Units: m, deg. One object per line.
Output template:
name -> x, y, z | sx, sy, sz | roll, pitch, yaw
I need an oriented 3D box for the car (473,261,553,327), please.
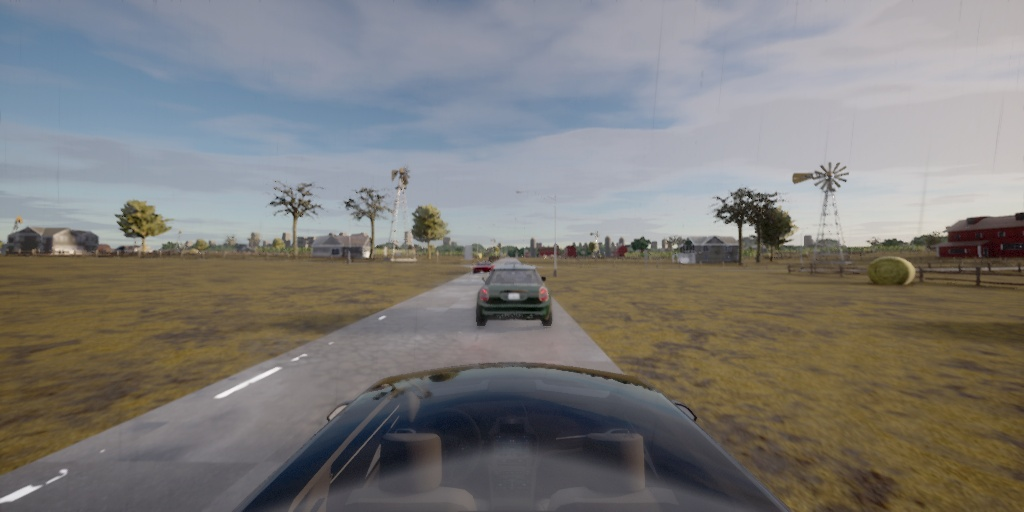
car -> 0.078, 1.062, 11.504 | 2.097, 1.767, 4.553 | 0, 0, 1

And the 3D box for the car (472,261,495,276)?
car -> -2.785, 1.186, 35.531 | 1.895, 1.301, 4.718 | 0, 0, 0
